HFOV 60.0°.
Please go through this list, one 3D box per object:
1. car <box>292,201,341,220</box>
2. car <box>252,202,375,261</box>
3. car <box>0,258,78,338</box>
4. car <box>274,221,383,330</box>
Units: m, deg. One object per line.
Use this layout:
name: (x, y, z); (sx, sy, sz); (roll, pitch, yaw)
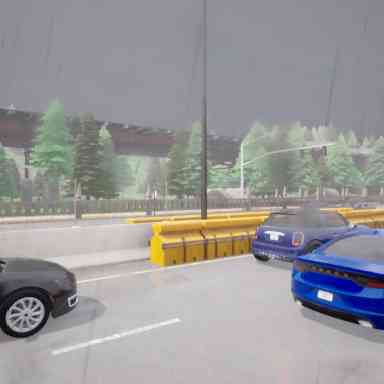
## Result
car: (10.920, 1.564, 28.990); (4.181, 1.385, 1.994); (0, 0, -36)
car: (4.147, 1.352, 11.008); (4.553, 1.767, 2.097); (0, 0, -36)
car: (-4.273, 1.505, 4.998); (4.892, 1.490, 1.837); (0, 0, -35)
car: (4.108, 1.478, 6.681); (5.008, 1.535, 1.882); (0, 0, -36)
